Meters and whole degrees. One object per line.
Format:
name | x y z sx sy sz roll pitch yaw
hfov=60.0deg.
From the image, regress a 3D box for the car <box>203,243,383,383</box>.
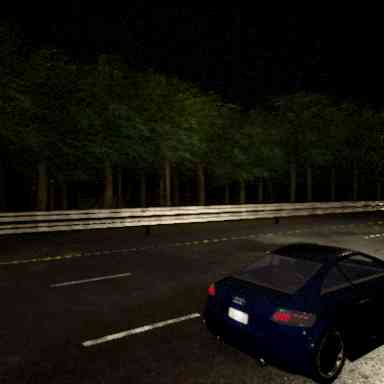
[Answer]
car | 2.229 1.562 5.458 4.181 1.385 1.994 0 0 -36
